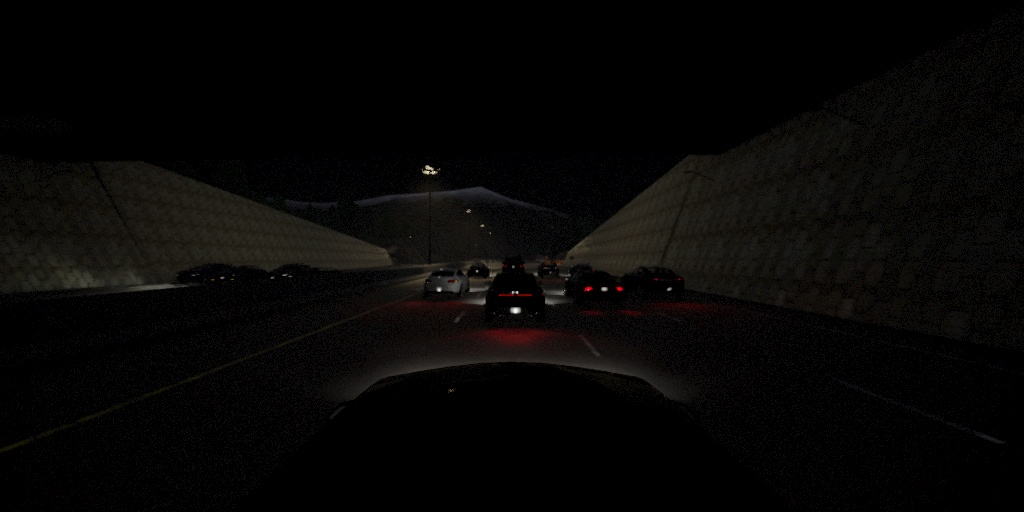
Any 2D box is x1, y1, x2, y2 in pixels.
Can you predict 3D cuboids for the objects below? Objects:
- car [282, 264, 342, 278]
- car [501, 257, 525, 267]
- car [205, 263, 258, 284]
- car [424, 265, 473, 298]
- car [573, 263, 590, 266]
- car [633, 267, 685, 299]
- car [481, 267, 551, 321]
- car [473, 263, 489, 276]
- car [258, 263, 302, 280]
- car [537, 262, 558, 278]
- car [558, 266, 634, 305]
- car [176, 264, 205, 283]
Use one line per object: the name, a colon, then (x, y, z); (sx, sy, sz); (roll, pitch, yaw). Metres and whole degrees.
car: (-14.081, 1.441, 26.026); (1.895, 1.301, 4.718); (0, 0, 0)
car: (0.127, 1.097, 35.671); (2.150, 2.045, 5.566); (0, 0, 0)
car: (-21.075, 1.411, 28.066); (1.994, 1.385, 4.181); (0, 0, 0)
car: (-3.389, 1.339, 19.000); (1.812, 1.442, 4.674); (0, 0, 0)
car: (7.128, 1.442, 36.457); (1.994, 1.385, 4.181); (0, 0, 0)
car: (7.109, 1.303, 18.625); (2.128, 1.511, 4.902); (0, 0, 0)
car: (0.104, 1.295, 12.573); (1.837, 1.490, 4.892); (0, 0, 0)
car: (-3.372, 1.442, 36.584); (1.994, 1.385, 4.181); (0, 0, 0)
car: (-17.574, 1.355, 28.783); (1.837, 1.490, 4.892); (0, 0, 0)
car: (3.628, 1.368, 36.173); (2.128, 1.511, 4.902); (0, 0, 0)
car: (3.608, 1.352, 16.500); (2.033, 1.411, 5.357); (0, 0, 0)
car: (-24.574, 1.330, 29.291); (1.882, 1.535, 5.008); (0, 0, 0)
